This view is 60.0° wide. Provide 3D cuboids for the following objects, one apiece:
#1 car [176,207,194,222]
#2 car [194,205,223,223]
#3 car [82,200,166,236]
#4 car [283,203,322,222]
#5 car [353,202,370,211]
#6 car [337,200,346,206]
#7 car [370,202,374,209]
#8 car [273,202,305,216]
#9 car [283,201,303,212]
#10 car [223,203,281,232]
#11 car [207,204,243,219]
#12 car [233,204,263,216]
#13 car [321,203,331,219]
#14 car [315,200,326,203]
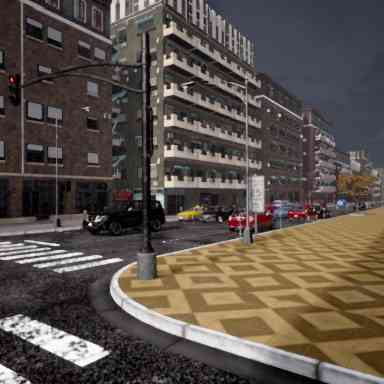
[{"bbox_3d":[0.396,2.000,31.467,1.752,1.417,4.829,-2,-2,35],"label":"car"},{"bbox_3d":[2.527,1.955,30.032,1.837,1.490,4.892,-1,-1,35],"label":"car"},{"bbox_3d":[-3.999,1.494,20.656,2.150,2.045,5.566,-1,-1,37],"label":"car"},{"bbox_3d":[10.546,2.031,31.492,1.887,1.381,4.507,-2,-2,35],"label":"car"},{"bbox_3d":[29.927,2.582,59.300,1.947,1.339,4.313,-2,-2,35],"label":"car"},{"bbox_3d":[39.156,2.881,87.168,1.690,1.788,3.998,-2,-2,35],"label":"car"},{"bbox_3d":[36.388,2.744,68.569,2.008,1.369,4.403,-2,-2,35],"label":"car"},{"bbox_3d":[10.556,2.115,35.956,2.033,1.411,5.357,-1,-1,35],"label":"car"},{"bbox_3d":[16.643,2.359,54.783,1.967,1.590,4.097,-2,-2,35],"label":"car"},{"bbox_3d":[4.085,1.750,22.225,1.967,1.590,4.097,-2,-2,35],"label":"car"},{"bbox_3d":[3.626,2.089,36.101,1.752,1.417,4.829,-2,-2,35],"label":"car"},{"bbox_3d":[6.954,2.220,40.875,1.947,1.339,4.313,-2,-2,35],"label":"car"},{"bbox_3d":[13.777,2.140,36.126,1.947,1.339,4.313,-2,-2,35],"label":"car"},{"bbox_3d":[26.332,2.500,68.691,2.192,1.841,5.009,-2,-2,35],"label":"car"}]
